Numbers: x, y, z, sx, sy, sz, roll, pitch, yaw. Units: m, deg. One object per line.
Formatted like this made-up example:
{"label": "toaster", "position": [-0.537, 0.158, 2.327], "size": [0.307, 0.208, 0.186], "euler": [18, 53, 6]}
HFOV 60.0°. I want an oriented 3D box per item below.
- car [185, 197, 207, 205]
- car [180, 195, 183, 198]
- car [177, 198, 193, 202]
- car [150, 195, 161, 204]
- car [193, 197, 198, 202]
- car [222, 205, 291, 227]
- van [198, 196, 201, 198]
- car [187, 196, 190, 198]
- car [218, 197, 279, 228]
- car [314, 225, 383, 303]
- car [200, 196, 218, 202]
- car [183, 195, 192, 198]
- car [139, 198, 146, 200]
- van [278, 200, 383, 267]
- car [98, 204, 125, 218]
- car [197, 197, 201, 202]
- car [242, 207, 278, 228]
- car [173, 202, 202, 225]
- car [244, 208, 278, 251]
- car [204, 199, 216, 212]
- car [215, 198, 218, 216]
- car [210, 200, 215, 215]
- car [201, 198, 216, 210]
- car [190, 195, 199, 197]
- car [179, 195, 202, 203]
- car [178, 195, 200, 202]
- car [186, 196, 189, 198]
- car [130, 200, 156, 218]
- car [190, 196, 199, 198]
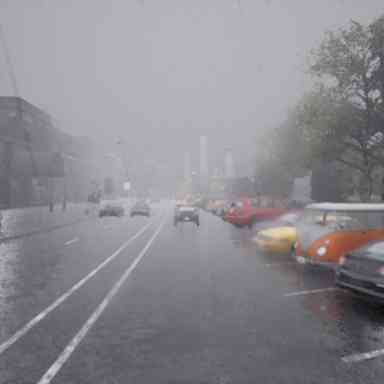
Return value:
{"label": "car", "position": [0.927, 2.053, 78.263], "size": [4.553, 1.767, 2.185], "euler": [1, 0, -26]}
{"label": "car", "position": [0.605, 1.914, 81.215], "size": [5.566, 2.045, 2.435], "euler": [1, 1, -27]}
{"label": "car", "position": [-1.249, 1.845, 41.920], "size": [1.882, 1.535, 5.008], "euler": [0, -1, -3]}
{"label": "car", "position": [-8.190, 1.716, 74.582], "size": [2.150, 2.045, 5.566], "euler": [0, 0, -6]}
{"label": "car", "position": [3.152, 1.990, 54.593], "size": [5.008, 1.535, 2.097], "euler": [1, -1, -25]}
{"label": "car", "position": [4.825, 1.721, 24.934], "size": [4.674, 1.452, 2.002], "euler": [1, 0, -22]}
{"label": "van", "position": [3.682, 1.698, 48.727], "size": [4.442, 1.987, 1.878], "euler": [1, -1, -24]}
{"label": "car", "position": [2.138, 2.128, 66.440], "size": [5.008, 1.535, 2.097], "euler": [1, -1, -25]}
{"label": "car", "position": [4.953, 1.404, 21.984], "size": [5.566, 2.045, 2.435], "euler": [1, -1, -22]}
{"label": "car", "position": [5.254, 1.579, 7.119], "size": [4.674, 1.452, 2.002], "euler": [1, -1, -21]}
{"label": "car", "position": [3.926, 1.730, 42.736], "size": [4.553, 1.767, 2.185], "euler": [1, -1, -24]}
{"label": "car", "position": [1.599, 1.923, 72.377], "size": [5.566, 2.045, 2.435], "euler": [1, -1, -26]}
{"label": "car", "position": [-10.890, 2.089, 73.482], "size": [2.128, 1.511, 4.902], "euler": [0, 0, -6]}
{"label": "van", "position": [5.109, 1.333, 10.045], "size": [4.442, 1.987, 1.878], "euler": [1, 0, -21]}
{"label": "car", "position": [-7.918, 1.885, 33.040], "size": [1.895, 1.301, 4.718], "euler": [0, -1, -3]}
{"label": "car", "position": [3.779, 1.888, 45.704], "size": [5.008, 1.535, 2.097], "euler": [1, 0, -24]}
{"label": "car", "position": [5.094, 1.646, 16.028], "size": [4.674, 1.452, 2.002], "euler": [1, 0, -22]}
{"label": "car", "position": [-0.449, 1.730, 25.621], "size": [1.812, 1.442, 4.674], "euler": [0, -1, -2]}
{"label": "car", "position": [4.986, 1.577, 12.990], "size": [5.366, 1.575, 1.946], "euler": [1, 0, -21]}
{"label": "car", "position": [4.263, 1.823, 36.796], "size": [4.792, 1.488, 2.163], "euler": [1, 0, -23]}
{"label": "car", "position": [4.677, 1.582, 27.899], "size": [4.553, 1.767, 2.185], "euler": [1, -1, -23]}
{"label": "car", "position": [4.590, 1.737, 30.871], "size": [4.892, 1.521, 2.231], "euler": [1, 0, -23]}
{"label": "car", "position": [4.124, 1.824, 39.777], "size": [5.008, 1.535, 2.097], "euler": [1, -1, -23]}
{"label": "car", "position": [2.440, 1.970, 63.489], "size": [4.553, 1.767, 2.185], "euler": [1, -1, -25]}
{"label": "car", "position": [-0.449, 1.818, 90.069], "size": [5.566, 2.045, 2.435], "euler": [0, 1, -27]}
{"label": "car", "position": [-0.777, 1.778, 93.053], "size": [5.566, 2.045, 2.435], "euler": [0, 0, -28]}
{"label": "car", "position": [1.872, 2.158, 69.397], "size": [4.892, 1.521, 2.231], "euler": [1, 0, -26]}
{"label": "car", "position": [-5.161, 1.839, 34.073], "size": [2.033, 1.411, 5.357], "euler": [0, -1, -3]}
{"label": "car", "position": [2.834, 2.060, 60.600], "size": [5.366, 1.575, 1.946], "euler": [1, -1, -25]}
